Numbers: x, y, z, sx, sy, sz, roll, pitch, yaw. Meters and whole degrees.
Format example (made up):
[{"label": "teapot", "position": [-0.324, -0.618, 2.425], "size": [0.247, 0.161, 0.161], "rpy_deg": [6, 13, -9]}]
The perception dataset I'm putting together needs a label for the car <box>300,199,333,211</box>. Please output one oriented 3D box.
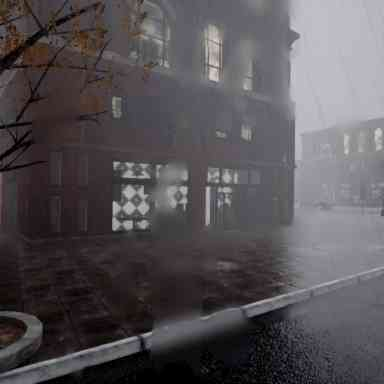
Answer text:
[{"label": "car", "position": [15.548, 1.616, 41.673], "size": [2.008, 1.369, 4.403], "rpy_deg": [1, -1, -28]}]
